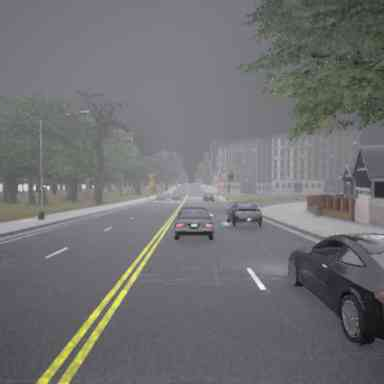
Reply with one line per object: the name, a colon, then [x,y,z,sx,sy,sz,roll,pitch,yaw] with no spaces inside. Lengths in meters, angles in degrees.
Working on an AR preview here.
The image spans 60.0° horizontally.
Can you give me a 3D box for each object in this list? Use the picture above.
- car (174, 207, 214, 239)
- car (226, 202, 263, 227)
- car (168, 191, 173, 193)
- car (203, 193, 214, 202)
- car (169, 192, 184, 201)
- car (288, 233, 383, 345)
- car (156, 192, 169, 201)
car: [0.096,1.473,16.753,2.033,1.411,5.357,0,0,0]
car: [3.348,1.394,21.868,2.128,1.511,4.902,0,0,0]
car: [-6.495,0.937,85.261,2.128,1.511,4.902,0,1,0]
car: [3.254,1.000,66.517,2.097,1.767,4.553,0,1,0]
car: [-3.246,1.213,69.406,1.895,1.301,4.718,0,1,0]
car: [3.242,1.498,6.198,1.812,1.442,4.674,0,0,0]
car: [-6.496,1.117,69.435,1.837,1.490,4.892,0,1,0]
